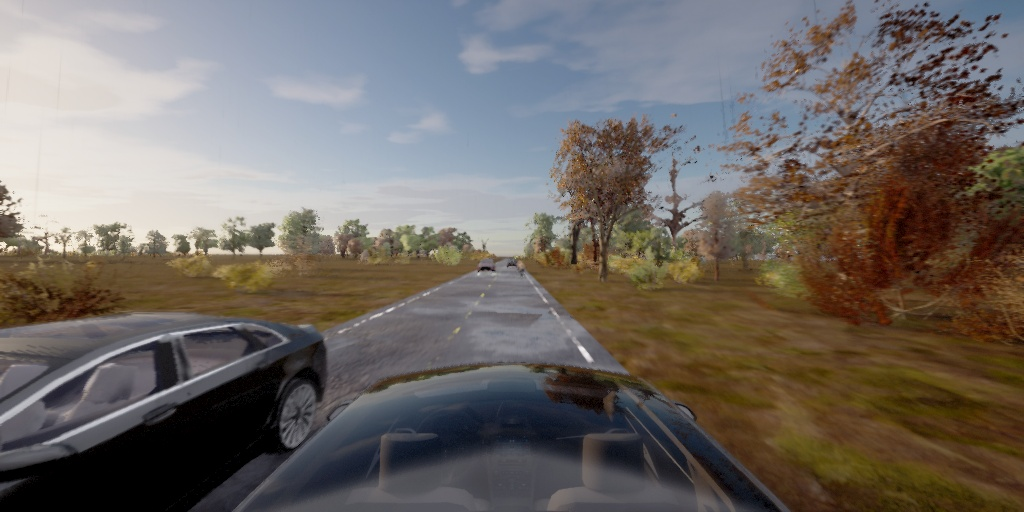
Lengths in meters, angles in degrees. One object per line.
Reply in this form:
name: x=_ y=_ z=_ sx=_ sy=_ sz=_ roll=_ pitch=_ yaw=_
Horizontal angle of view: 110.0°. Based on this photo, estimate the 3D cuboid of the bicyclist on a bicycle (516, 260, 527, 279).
bicyclist on a bicycle: x=0.841 y=1.206 z=30.489 sx=0.866 sy=1.612 sz=1.509 roll=0 pitch=0 yaw=0

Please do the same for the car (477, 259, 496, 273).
car: x=-3.072 y=1.119 z=43.901 sx=2.097 sy=1.767 sz=4.553 roll=0 pitch=0 yaw=0

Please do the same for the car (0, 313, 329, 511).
car: x=-3.093 y=1.233 z=2.305 sx=2.128 sy=1.511 sz=4.902 roll=0 pitch=0 yaw=0
